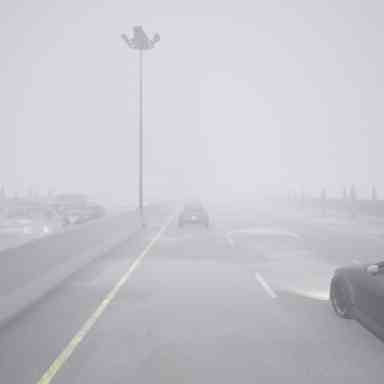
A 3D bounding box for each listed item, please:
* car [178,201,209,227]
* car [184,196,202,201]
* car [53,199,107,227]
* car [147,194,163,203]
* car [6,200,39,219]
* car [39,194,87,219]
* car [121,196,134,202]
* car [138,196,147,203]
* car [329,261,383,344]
[{"bbox_3d":[0.105,1.529,22.382,1.994,1.385,4.181,0,0,0],"label":"car"},{"bbox_3d":[0.112,1.290,40.107,2.097,1.767,4.553,0,0,0],"label":"car"},{"bbox_3d":[-7.092,1.457,22.263,2.128,1.511,4.902,0,0,0],"label":"car"},{"bbox_3d":[-6.681,1.254,63.100,2.097,1.767,4.553,0,0,2],"label":"car"},{"bbox_3d":[-14.088,1.459,28.823,1.837,1.490,4.892,0,0,0],"label":"car"},{"bbox_3d":[-10.590,1.176,28.509,2.150,2.045,5.566,0,0,0],"label":"car"},{"bbox_3d":[-13.485,1.444,69.284,1.994,1.385,4.181,0,0,2],"label":"car"},{"bbox_3d":[-9.988,1.487,69.152,1.895,1.301,4.718,0,0,2],"label":"car"},{"bbox_3d":[3.602,1.557,4.669,1.994,1.385,4.181,0,0,0],"label":"car"}]
